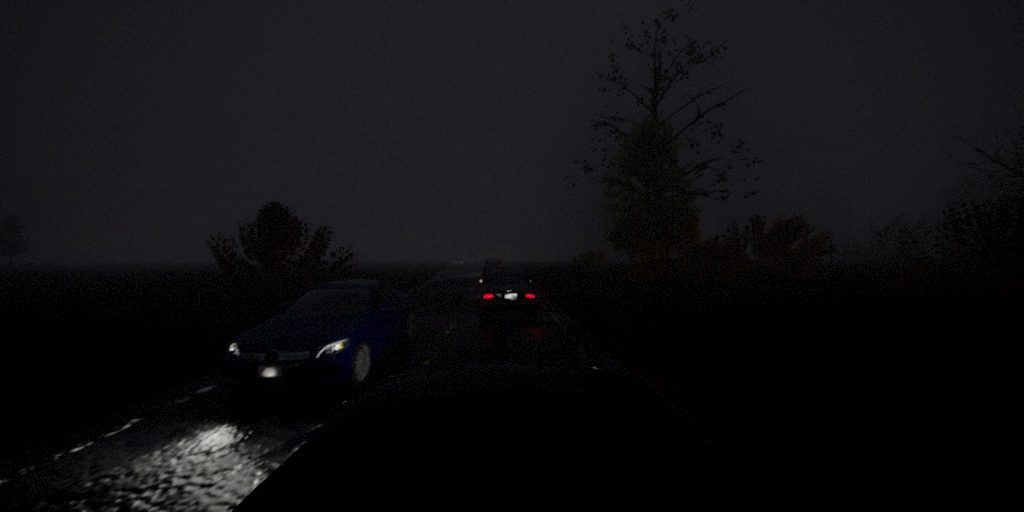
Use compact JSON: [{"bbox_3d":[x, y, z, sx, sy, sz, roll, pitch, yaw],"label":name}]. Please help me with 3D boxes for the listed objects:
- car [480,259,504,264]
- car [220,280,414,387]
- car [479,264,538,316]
[{"bbox_3d":[-1.661,0.969,30.859,2.128,1.511,4.902,0,1,-6],"label":"car"},{"bbox_3d":[-3.221,1.230,7.009,1.812,1.442,4.674,0,1,-1],"label":"car"},{"bbox_3d":[-0.203,1.192,12.814,2.033,1.411,5.357,0,1,-3],"label":"car"}]
